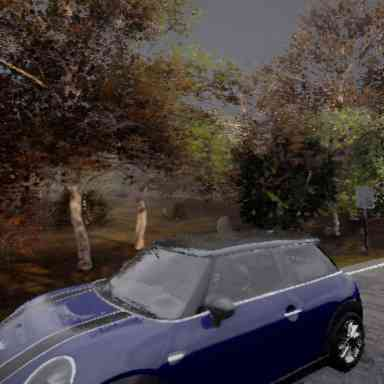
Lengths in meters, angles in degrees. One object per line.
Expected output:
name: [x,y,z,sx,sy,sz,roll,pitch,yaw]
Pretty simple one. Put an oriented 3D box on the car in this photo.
car: [0.056,1.348,4.029,4.553,1.767,2.097,0,0,-35]
